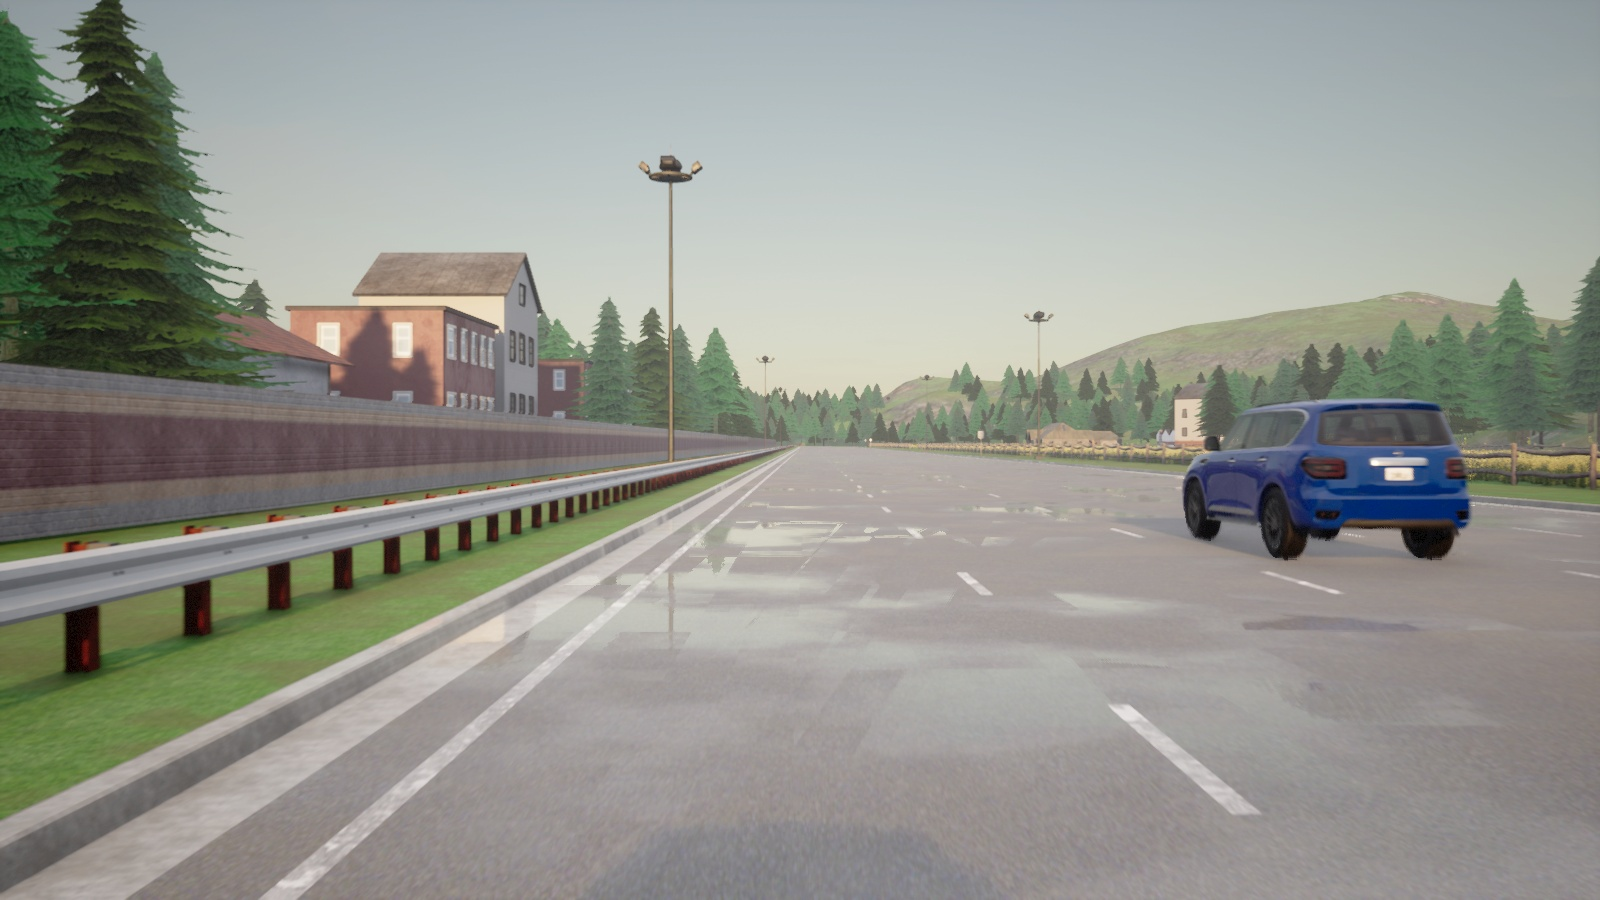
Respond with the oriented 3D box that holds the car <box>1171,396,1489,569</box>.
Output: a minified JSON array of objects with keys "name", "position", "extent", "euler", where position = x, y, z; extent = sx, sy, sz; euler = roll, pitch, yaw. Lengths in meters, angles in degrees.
[{"name":"car","position":[7.117,0.371,17.706],"extent":[2.150,2.045,5.566],"euler":[0,0,0]}]
